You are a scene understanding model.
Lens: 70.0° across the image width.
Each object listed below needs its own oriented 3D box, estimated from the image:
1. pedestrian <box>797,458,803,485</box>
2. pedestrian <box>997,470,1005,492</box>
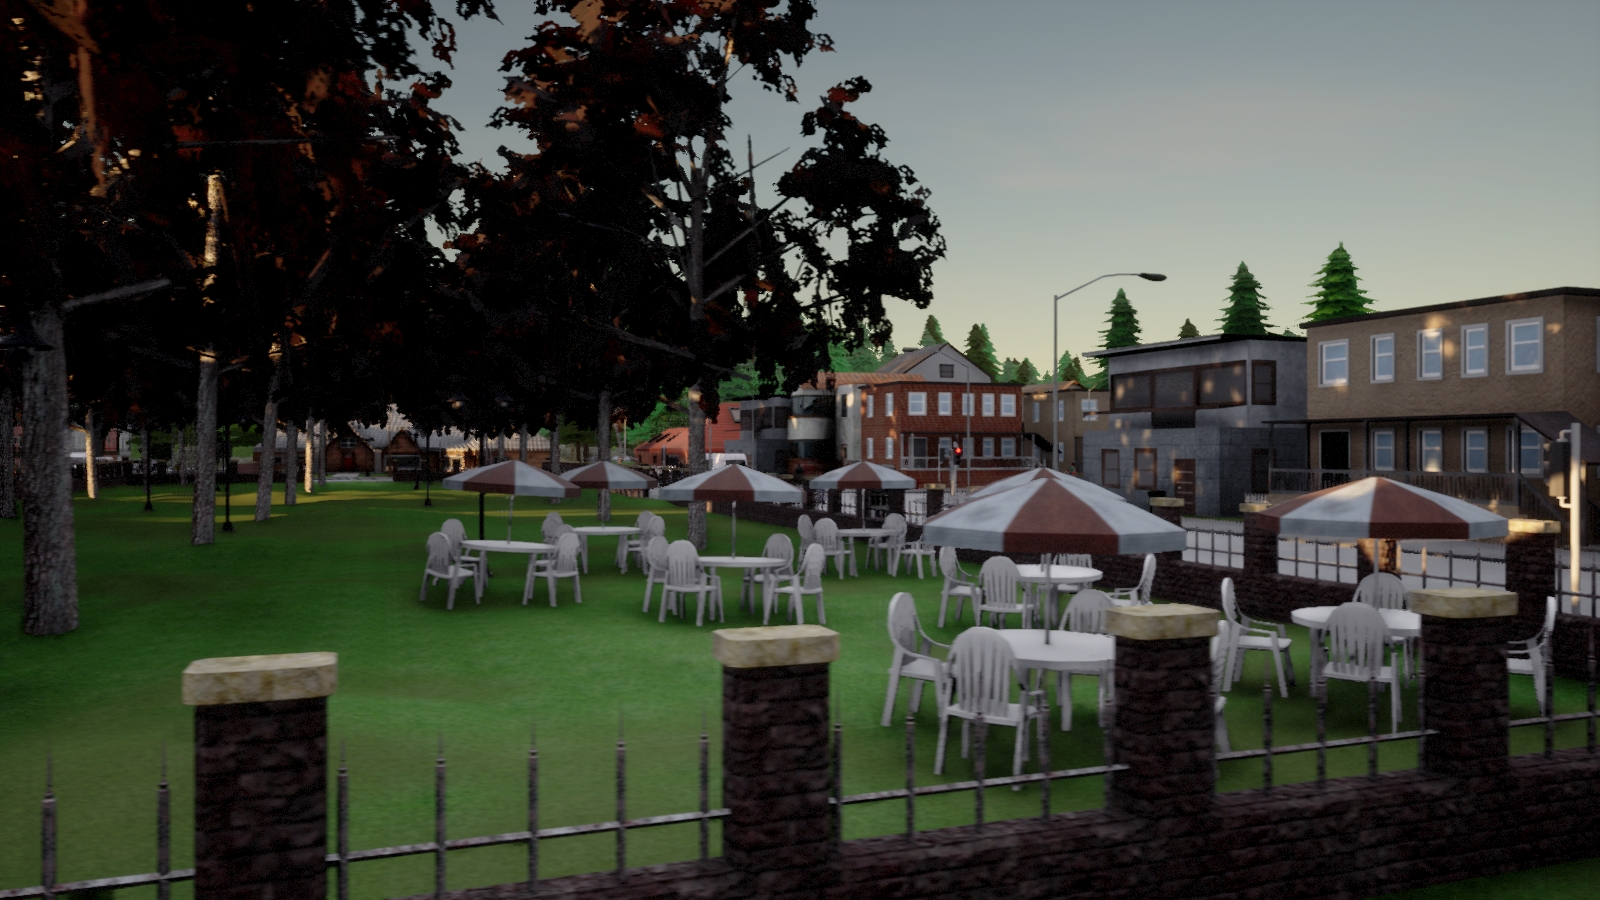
[{"bbox_3d":[-0.011,1.514,78.886,0.375,1.860,0.375,0,0,8],"label":"pedestrian"},{"bbox_3d":[11.875,1.845,67.419,0.375,1.300,0.375,0,0,22],"label":"pedestrian"}]
